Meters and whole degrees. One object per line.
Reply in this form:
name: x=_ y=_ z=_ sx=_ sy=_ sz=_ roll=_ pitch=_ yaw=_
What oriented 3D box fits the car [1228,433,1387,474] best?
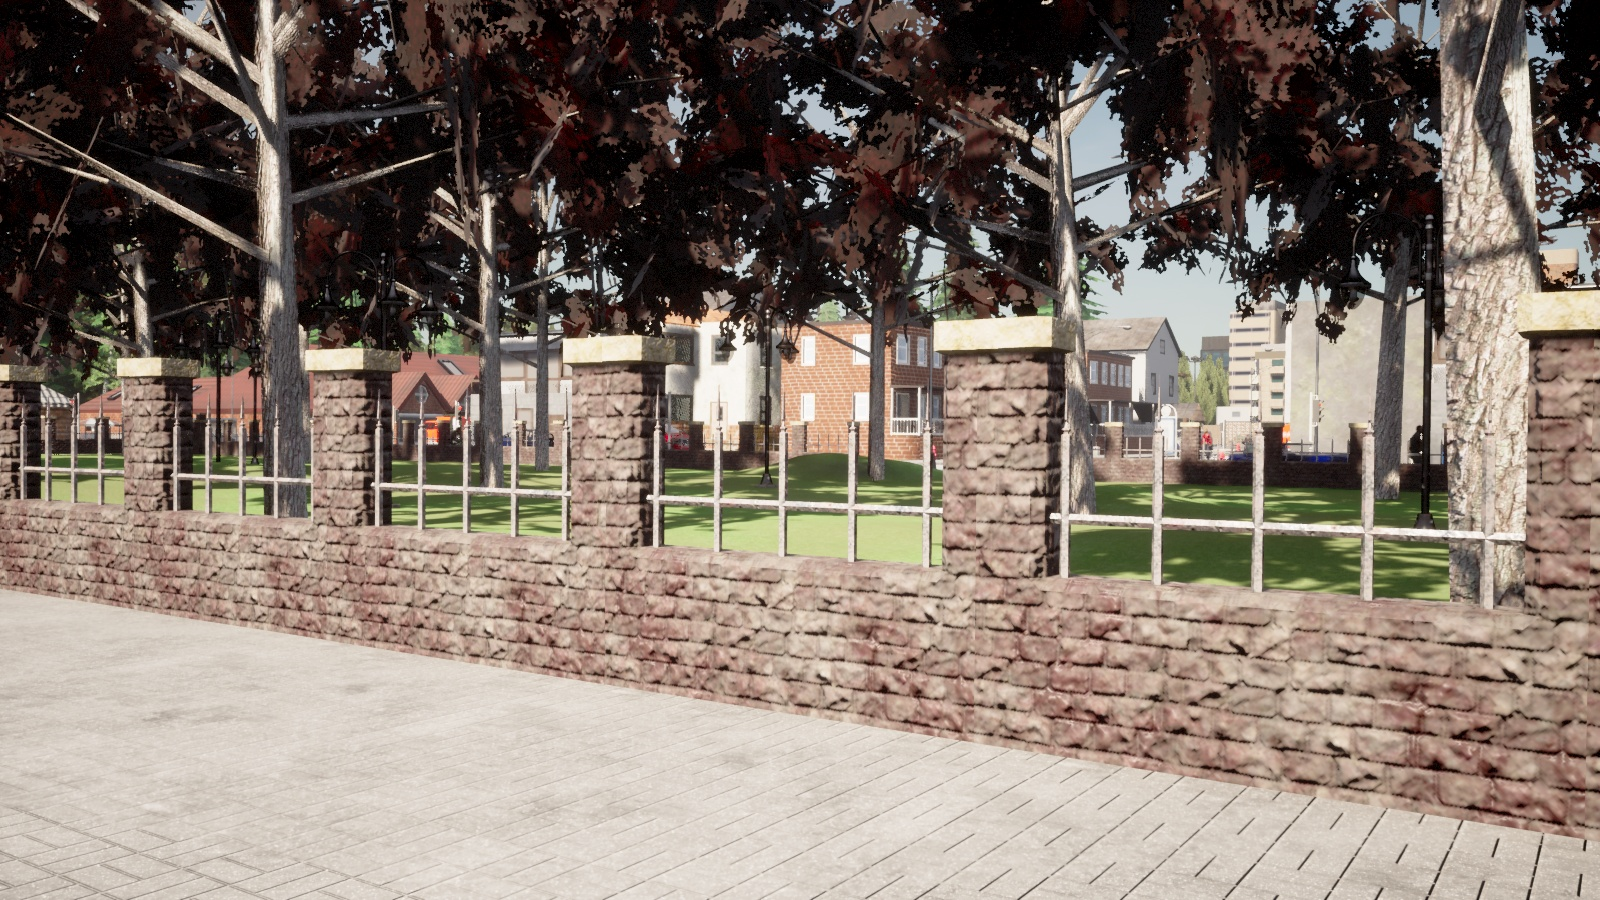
car: x=17.107 y=0.098 z=42.400 sx=4.718 sy=1.301 sz=1.895 roll=0 pitch=1 yaw=33

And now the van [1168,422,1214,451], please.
van: x=26.750 y=-0.930 z=85.855 sx=1.775 sy=1.987 sz=4.442 roll=0 pitch=1 yaw=34

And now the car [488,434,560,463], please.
car: x=-15.112 y=-0.091 z=68.697 sx=3.705 sy=1.549 sz=1.789 roll=0 pitch=1 yaw=34

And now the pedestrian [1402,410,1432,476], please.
pedestrian: x=17.532 y=-0.205 z=35.694 sx=0.720 sy=1.854 sz=0.376 roll=0 pitch=1 yaw=34

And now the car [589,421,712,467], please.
car: x=-6.978 y=-0.285 z=58.468 sx=5.566 sy=2.045 sz=2.150 roll=0 pitch=1 yaw=33

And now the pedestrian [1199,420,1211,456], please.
pedestrian: x=20.487 y=-0.611 z=63.506 sx=0.331 sy=1.846 sz=0.636 roll=0 pitch=1 yaw=42

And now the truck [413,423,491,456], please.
truck: x=-26.311 y=-0.820 z=95.159 sx=2.627 sy=2.467 sz=5.204 roll=0 pitch=1 yaw=34
